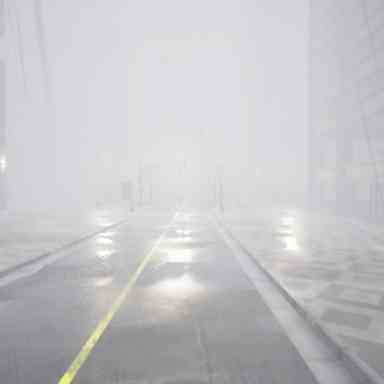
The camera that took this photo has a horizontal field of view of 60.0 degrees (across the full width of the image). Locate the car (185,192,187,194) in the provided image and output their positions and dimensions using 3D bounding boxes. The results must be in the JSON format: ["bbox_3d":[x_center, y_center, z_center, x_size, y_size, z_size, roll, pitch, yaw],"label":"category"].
[{"bbox_3d":[-3.014,1.507,95.032,1.895,1.301,4.718,0,0,0],"label":"car"}]

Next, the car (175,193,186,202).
[{"bbox_3d":[-3.011,1.465,76.636,2.128,1.511,4.902,0,0,0],"label":"car"}]
